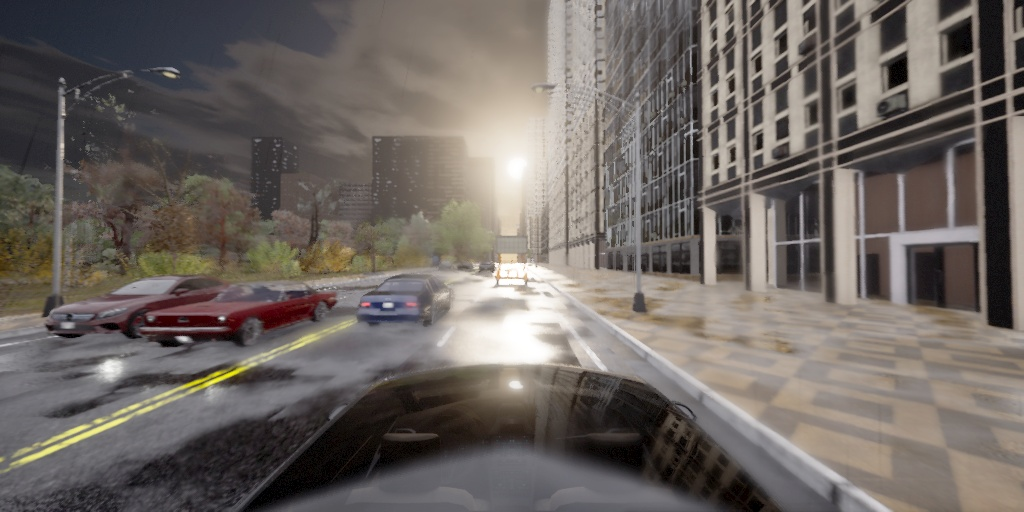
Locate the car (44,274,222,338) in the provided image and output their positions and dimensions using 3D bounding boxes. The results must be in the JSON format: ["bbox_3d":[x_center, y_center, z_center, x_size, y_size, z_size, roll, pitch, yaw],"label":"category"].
[{"bbox_3d":[-9.852,1.282,10.278,1.812,1.442,4.674,0,0,0],"label":"car"}]

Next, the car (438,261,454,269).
[{"bbox_3d":[-9.830,1.433,53.987,1.812,1.442,4.674,0,0,0],"label":"car"}]

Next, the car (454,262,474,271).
[{"bbox_3d":[-6.590,1.493,51.032,1.895,1.301,4.718,0,0,0],"label":"car"}]

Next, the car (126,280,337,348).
[{"bbox_3d":[-6.603,1.357,9.413,1.895,1.301,4.718,0,0,0],"label":"car"}]

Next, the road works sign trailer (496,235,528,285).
[{"bbox_3d":[-0.007,0.251,26.568,2.380,3.560,2.880,0,0,0],"label":"road works sign trailer"}]

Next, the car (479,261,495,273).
[{"bbox_3d":[-3.172,1.360,46.562,2.128,1.511,4.902,0,0,0],"label":"car"}]

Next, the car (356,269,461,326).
[{"bbox_3d":[-3.155,1.306,11.653,2.033,1.411,5.357,0,0,0],"label":"car"}]
